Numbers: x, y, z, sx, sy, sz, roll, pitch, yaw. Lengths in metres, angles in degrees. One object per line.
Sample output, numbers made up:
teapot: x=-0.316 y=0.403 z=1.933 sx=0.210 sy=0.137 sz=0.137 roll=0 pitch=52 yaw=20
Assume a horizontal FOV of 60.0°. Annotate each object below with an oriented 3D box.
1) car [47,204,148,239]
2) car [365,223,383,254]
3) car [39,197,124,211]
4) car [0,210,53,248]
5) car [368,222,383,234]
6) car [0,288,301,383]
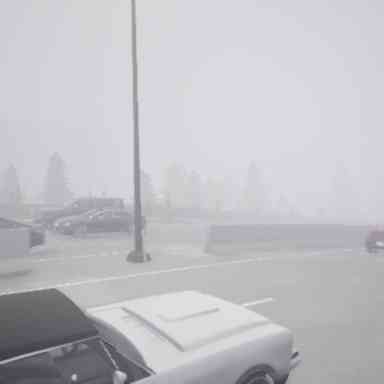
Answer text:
car: x=-4.753 y=1.599 z=17.793 sx=4.902 sy=1.511 sz=2.128 roll=2 pitch=-1 yaw=-35
car: x=9.508 y=2.084 z=14.819 sx=4.674 sy=1.442 sz=1.812 roll=5 pitch=-3 yaw=-35
car: x=-6.718 y=1.330 z=20.679 sx=5.566 sy=2.045 sz=2.150 roll=2 pitch=-1 yaw=-36
car: x=-7.592 y=1.535 z=11.471 sx=4.674 sy=1.442 sz=1.812 roll=0 pitch=0 yaw=-35
car: x=25.034 y=4.700 z=43.273 sx=4.181 sy=1.385 sz=1.994 roll=6 pitch=-4 yaw=-35
car: x=-1.191 y=1.606 z=2.896 sx=4.718 sy=1.301 sz=1.895 roll=0 pitch=0 yaw=-35
